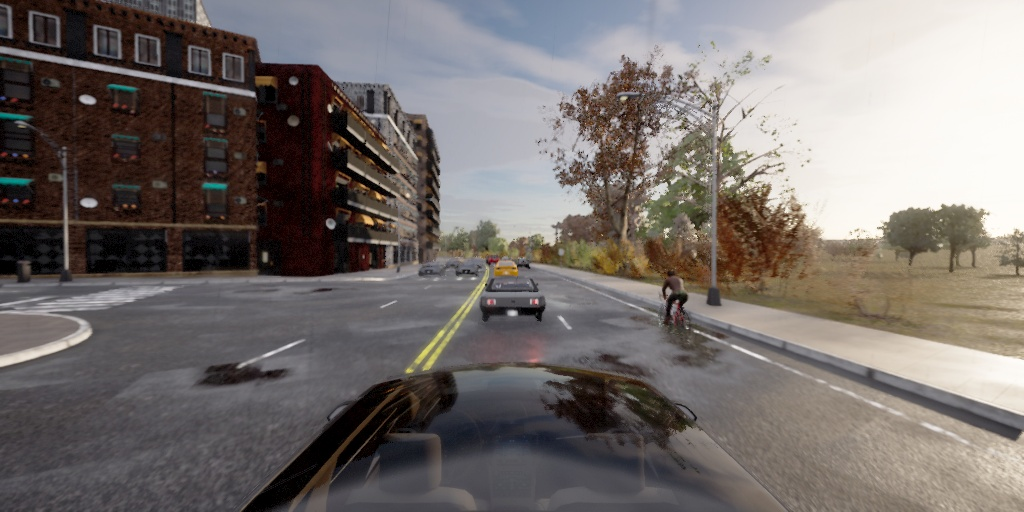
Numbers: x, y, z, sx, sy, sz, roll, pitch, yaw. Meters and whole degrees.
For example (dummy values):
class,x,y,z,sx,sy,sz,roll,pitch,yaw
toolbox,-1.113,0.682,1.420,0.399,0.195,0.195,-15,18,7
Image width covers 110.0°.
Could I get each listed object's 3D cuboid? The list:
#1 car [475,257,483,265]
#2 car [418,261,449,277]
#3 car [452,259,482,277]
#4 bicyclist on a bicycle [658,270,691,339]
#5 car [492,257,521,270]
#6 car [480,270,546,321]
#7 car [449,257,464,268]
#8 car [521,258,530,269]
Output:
class,x,y,z,sx,sy,sz,roll,pitch,yaw
car,-5.303,1.137,52.917,2.033,1.411,5.357,0,0,-4
car,-7.413,1.222,33.550,1.994,1.385,4.181,0,0,-2
car,-4.168,1.218,33.877,1.994,1.385,4.181,0,0,-3
bicyclist on a bicycle,4.078,1.179,9.036,0.582,1.620,1.656,0,0,-1
car,-0.558,1.140,30.310,1.882,1.535,5.008,0,0,-2
car,-0.011,1.319,12.338,1.895,1.301,4.718,0,0,-1
car,-8.544,1.159,52.605,1.994,1.385,4.181,0,0,-4
car,1.433,1.089,52.052,1.837,1.490,4.892,0,0,-4
